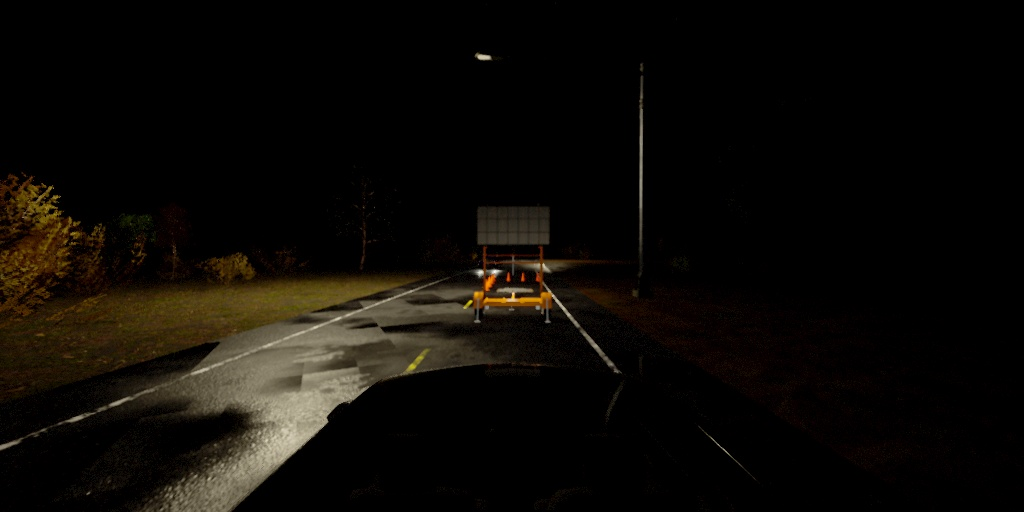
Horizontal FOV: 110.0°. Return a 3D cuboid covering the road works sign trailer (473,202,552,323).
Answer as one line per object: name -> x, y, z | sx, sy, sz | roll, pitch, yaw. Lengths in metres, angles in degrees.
road works sign trailer -> 0.036, 0.087, 11.603 | 2.380, 3.560, 2.880 | 0, 0, 1

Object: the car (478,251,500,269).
car -> -2.629, 0.447, 42.232 | 2.150, 2.045, 5.566 | 0, 1, 3
